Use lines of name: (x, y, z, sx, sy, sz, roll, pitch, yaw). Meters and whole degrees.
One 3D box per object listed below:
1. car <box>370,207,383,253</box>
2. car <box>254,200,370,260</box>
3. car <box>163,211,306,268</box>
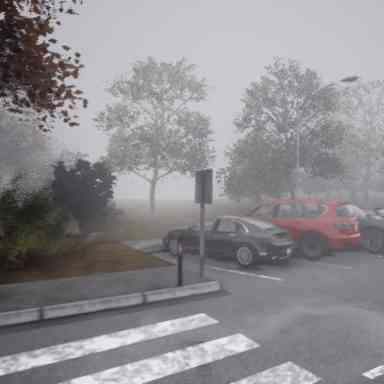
car: (6.255, 1.375, 14.719, 5.566, 2.045, 2.435, -1, -2, 40)
car: (3.636, 1.347, 13.252, 5.566, 2.045, 2.435, -1, -1, 39)
car: (1.098, 1.569, 11.721, 4.892, 1.521, 2.231, -1, -1, 39)
